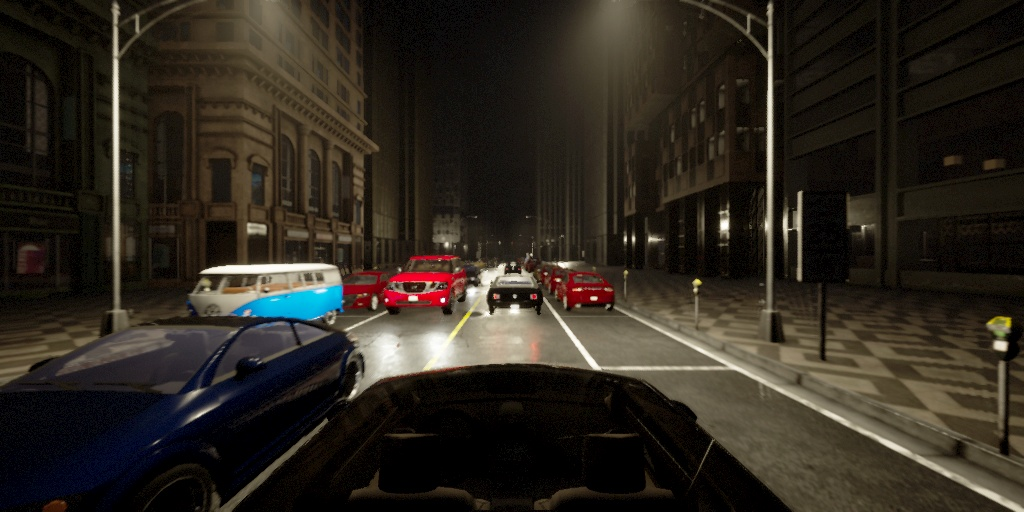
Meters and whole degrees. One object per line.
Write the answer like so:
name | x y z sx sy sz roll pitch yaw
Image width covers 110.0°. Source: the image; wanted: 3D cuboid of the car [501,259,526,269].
car | 0.100 1.333 37.333 2.033 1.411 5.357 0 0 0

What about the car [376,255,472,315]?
car | -3.086 0.982 14.047 2.150 2.045 5.566 0 0 1

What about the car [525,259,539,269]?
car | 2.772 1.335 42.008 1.888 1.381 4.507 0 0 0

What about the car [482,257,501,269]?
car | -3.002 1.347 53.647 1.837 1.490 4.892 0 0 0

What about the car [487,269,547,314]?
car | 0.101 1.361 13.897 1.895 1.301 4.718 0 0 0

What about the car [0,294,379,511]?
car | -3.090 1.316 3.451 1.994 1.385 4.181 0 0 0

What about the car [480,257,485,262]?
car | -5.770 1.344 63.954 1.751 1.417 4.829 0 0 0

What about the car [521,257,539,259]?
car | 2.771 1.111 47.534 2.192 1.841 5.009 0 0 0

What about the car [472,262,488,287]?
car | -3.084 1.319 24.855 2.033 1.411 5.357 0 0 0

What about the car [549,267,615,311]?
car | 2.779 1.305 14.381 1.888 1.381 4.507 0 0 0

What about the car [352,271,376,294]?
car | -5.776 1.307 14.399 1.888 1.381 4.507 0 0 0

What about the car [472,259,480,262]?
car | -5.772 1.349 47.549 2.007 1.370 4.403 0 0 0

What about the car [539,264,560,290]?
car | 2.778 1.310 19.907 1.888 1.381 4.507 0 0 0

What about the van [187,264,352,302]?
van | -5.777 1.097 8.874 1.690 1.789 3.998 0 0 0

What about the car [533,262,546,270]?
car | 2.776 1.316 25.432 1.888 1.381 4.507 0 0 0

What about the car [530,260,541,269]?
car | 2.775 1.303 31.127 1.751 1.417 4.829 0 0 0
